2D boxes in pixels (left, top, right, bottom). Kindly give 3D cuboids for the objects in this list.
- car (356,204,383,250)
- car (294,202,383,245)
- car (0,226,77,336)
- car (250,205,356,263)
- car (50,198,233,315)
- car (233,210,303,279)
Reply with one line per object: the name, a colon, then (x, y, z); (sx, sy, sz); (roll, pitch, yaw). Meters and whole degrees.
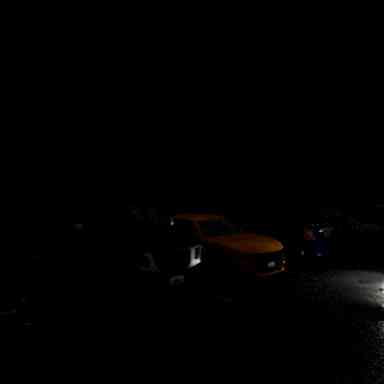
car: (4.940, 1.319, 12.934); (2.163, 1.488, 4.792); (-2, 1, -35)
car: (7.172, 1.259, 14.598); (2.163, 1.488, 4.792); (-2, 1, -35)
car: (-4.156, 1.479, 6.490); (2.231, 1.521, 4.892); (-1, 0, -35)
car: (2.671, 1.223, 11.313); (2.185, 1.767, 4.553); (-1, 1, -35)
car: (-1.868, 1.193, 8.079); (2.435, 2.045, 5.566); (-1, 1, -35)
car: (0.390, 1.401, 9.731); (2.097, 1.535, 5.008); (-1, 1, -35)
